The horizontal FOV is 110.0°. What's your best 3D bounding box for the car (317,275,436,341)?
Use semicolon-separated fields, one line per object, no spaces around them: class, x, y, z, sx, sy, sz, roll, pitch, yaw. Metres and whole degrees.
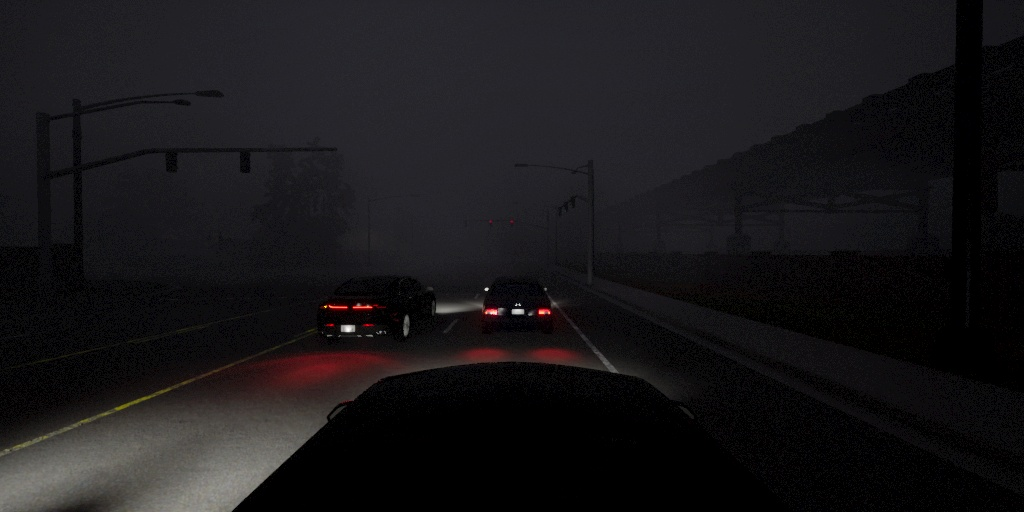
car;-3.382;1.255;9.831;1.837;1.490;4.892;0;0;0

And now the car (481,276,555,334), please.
car;0.124;1.301;10.598;2.033;1.411;5.357;0;0;0
